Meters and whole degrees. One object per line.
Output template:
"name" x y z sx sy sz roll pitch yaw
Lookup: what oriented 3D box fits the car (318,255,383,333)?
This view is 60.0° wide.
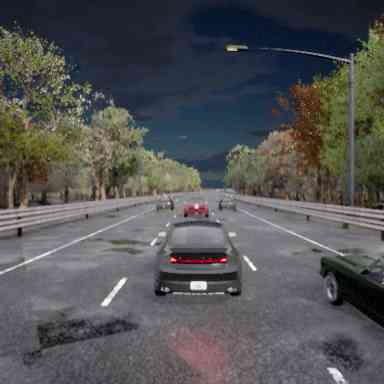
"car" 3.616 1.584 5.030 1.895 1.301 4.718 0 0 0

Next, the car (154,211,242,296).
"car" 0.136 1.475 8.567 1.837 1.490 4.892 0 0 0

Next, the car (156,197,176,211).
"car" -2.985 1.354 38.565 2.128 1.511 4.902 0 0 1

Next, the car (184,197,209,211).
"car" 0.364 1.249 29.534 2.097 1.767 4.553 0 0 0

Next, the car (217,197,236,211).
"car" 4.020 1.354 38.701 2.128 1.511 4.902 0 0 1
